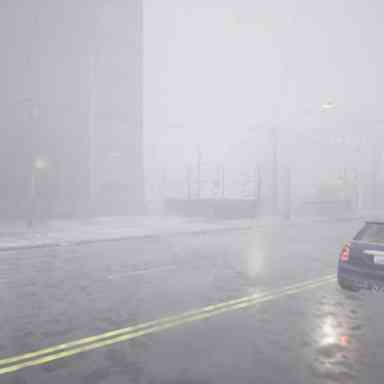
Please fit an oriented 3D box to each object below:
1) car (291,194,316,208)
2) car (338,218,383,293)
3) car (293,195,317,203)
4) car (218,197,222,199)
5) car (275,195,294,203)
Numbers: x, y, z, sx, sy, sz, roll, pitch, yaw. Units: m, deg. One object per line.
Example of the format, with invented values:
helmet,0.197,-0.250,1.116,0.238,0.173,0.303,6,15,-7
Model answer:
car,15.334,1.225,46.212,4.553,1.767,2.185,0,0,-36
car,5.425,1.346,7.678,4.553,1.767,2.097,0,0,-35
car,22.213,1.378,65.284,4.674,1.452,2.002,0,0,-36
car,4.575,1.546,60.769,4.718,1.301,1.895,0,0,-36
car,19.301,1.411,69.281,3.806,1.475,1.970,0,0,-36
